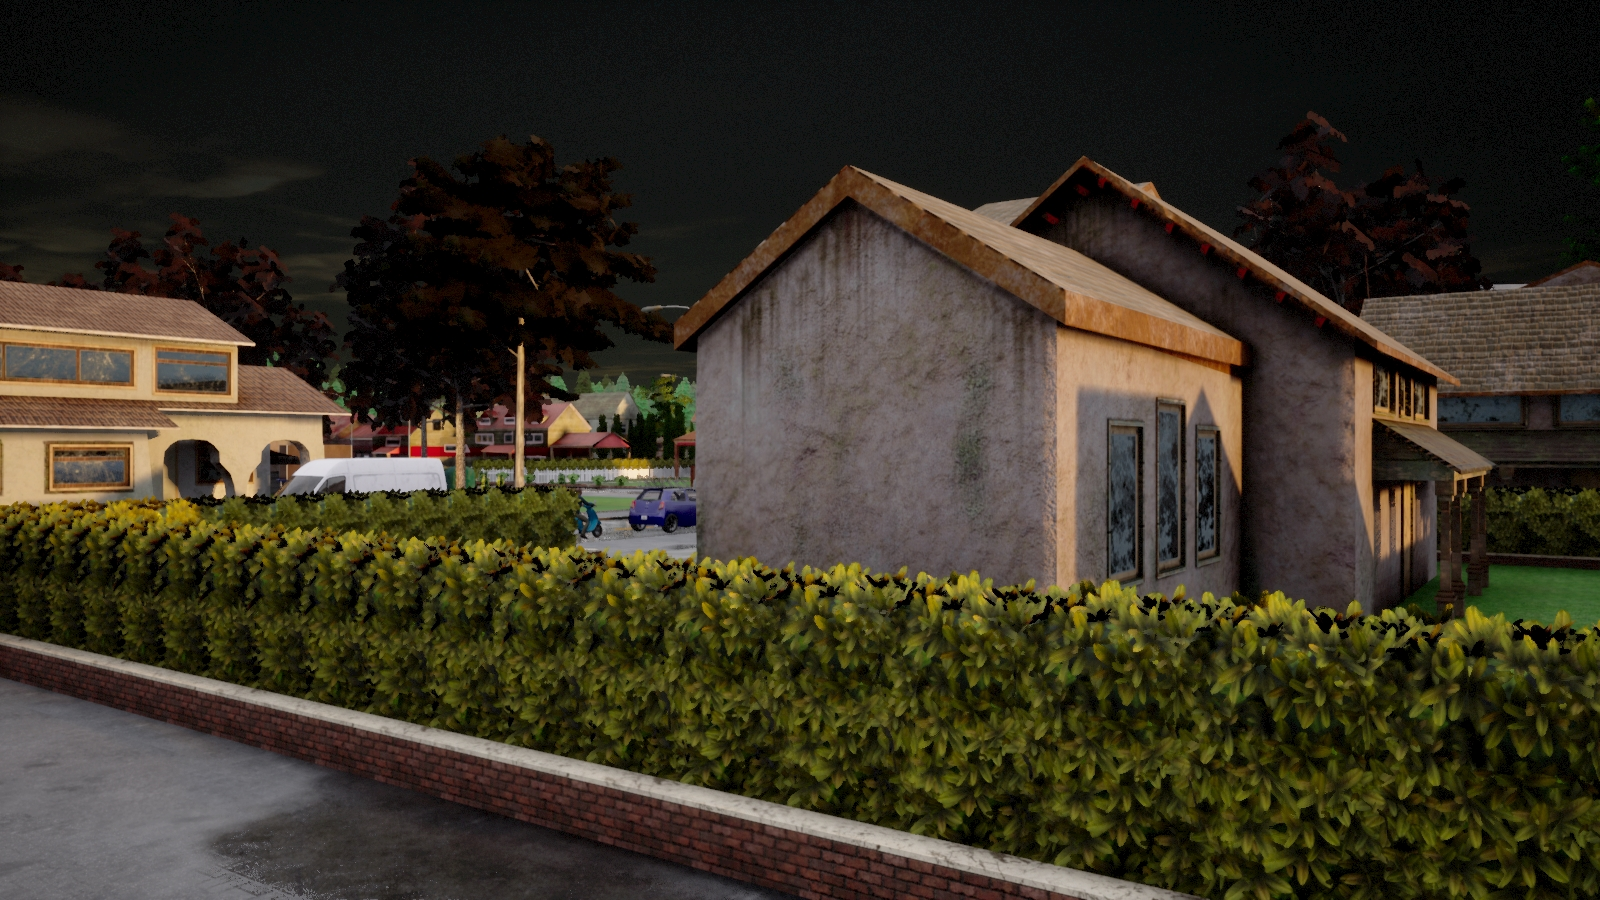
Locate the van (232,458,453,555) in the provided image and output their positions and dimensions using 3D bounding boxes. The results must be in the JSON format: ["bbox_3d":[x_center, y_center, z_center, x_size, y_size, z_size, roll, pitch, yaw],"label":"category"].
[{"bbox_3d":[-13.292,1.523,33.641,1.988,2.561,5.915,0,0,35],"label":"van"}]

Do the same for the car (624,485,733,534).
[{"bbox_3d":[-4.177,2.028,39.677,1.845,1.501,3.633,0,0,35],"label":"car"}]

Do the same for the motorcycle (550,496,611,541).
[{"bbox_3d":[-6.879,2.132,35.873,0.856,1.316,1.805,0,0,35],"label":"motorcycle"}]
